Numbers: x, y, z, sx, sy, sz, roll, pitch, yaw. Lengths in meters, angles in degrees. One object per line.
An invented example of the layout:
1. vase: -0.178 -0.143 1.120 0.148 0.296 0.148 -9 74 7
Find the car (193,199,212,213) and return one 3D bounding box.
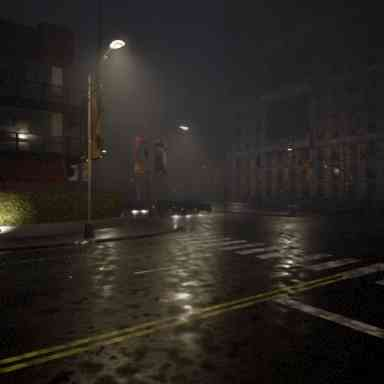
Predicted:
1. car: 0.228 1.478 37.165 1.882 1.535 5.008 0 0 -35

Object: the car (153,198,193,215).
1. car: -2.295 1.505 34.663 1.837 1.490 4.892 0 0 -35

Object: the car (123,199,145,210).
1. car: -7.570 1.564 42.251 1.994 1.385 4.181 0 0 -35
